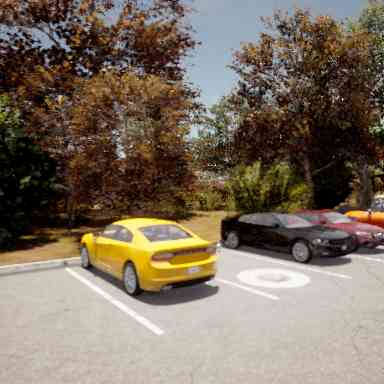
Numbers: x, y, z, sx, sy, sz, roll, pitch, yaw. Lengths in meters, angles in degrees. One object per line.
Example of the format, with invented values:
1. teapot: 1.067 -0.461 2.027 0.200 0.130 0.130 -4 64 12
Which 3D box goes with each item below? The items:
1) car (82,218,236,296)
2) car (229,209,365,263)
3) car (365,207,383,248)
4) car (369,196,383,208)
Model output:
1. car: -1.393 1.447 8.809 2.097 1.535 5.008 -1 0 -35
2. car: 3.133 1.415 12.052 2.097 1.535 5.008 0 0 -36
3. car: 5.403 1.445 13.670 2.002 1.452 4.674 0 0 -36
4. car: 9.953 1.267 16.880 2.185 1.767 4.553 0 0 -36
